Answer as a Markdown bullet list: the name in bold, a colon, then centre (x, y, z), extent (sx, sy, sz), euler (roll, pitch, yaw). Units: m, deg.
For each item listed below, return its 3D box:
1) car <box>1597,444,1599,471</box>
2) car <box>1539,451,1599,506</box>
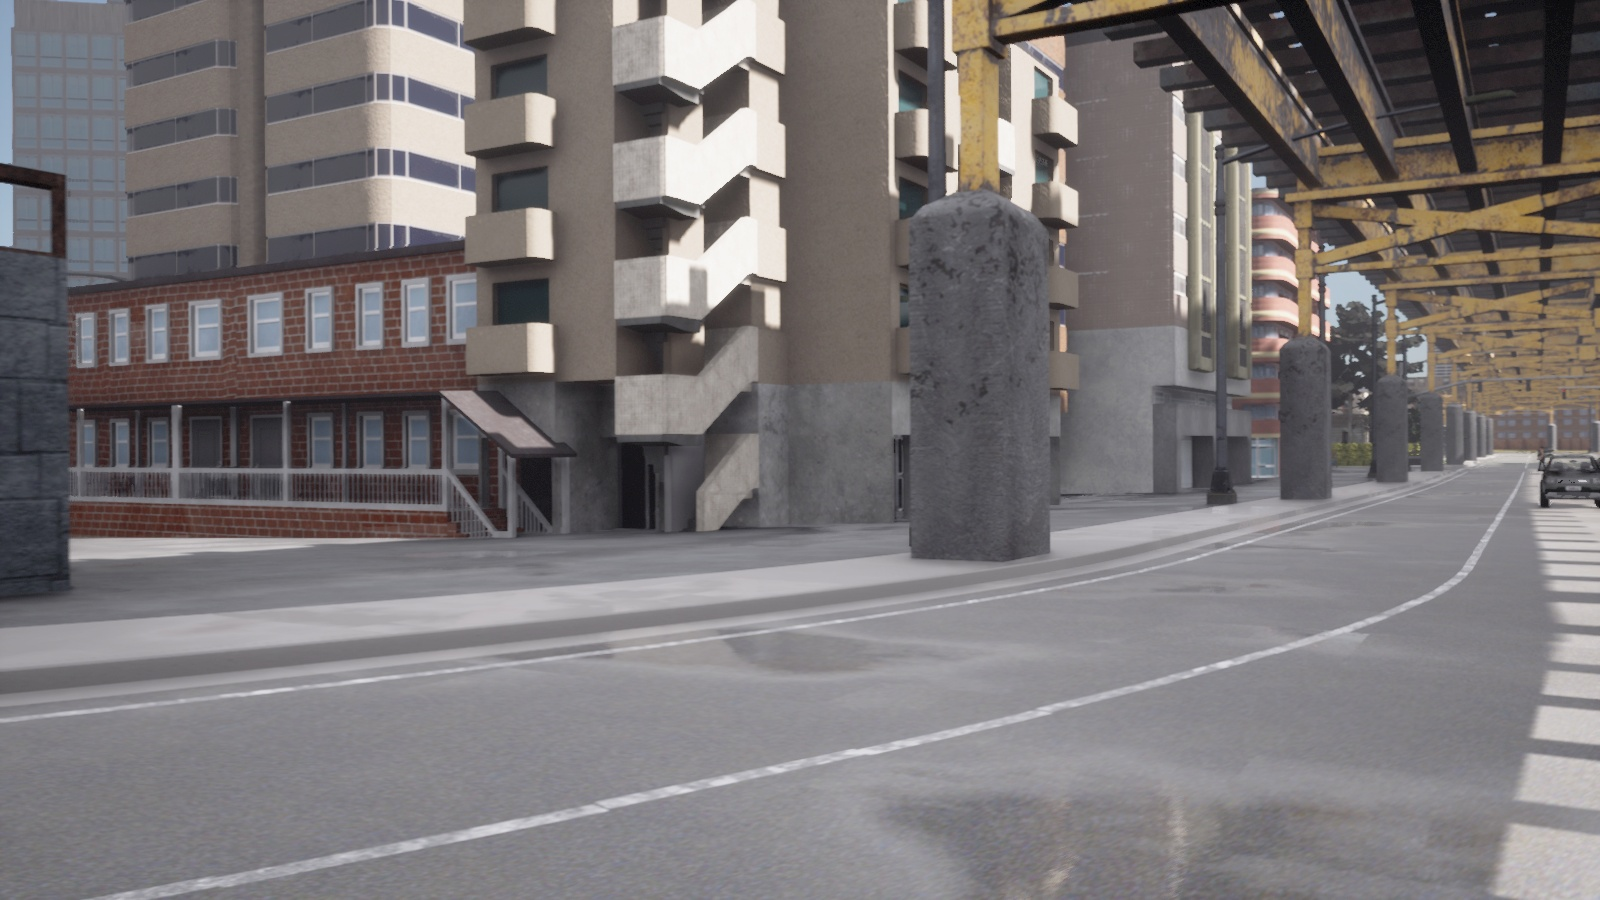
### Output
- **car**: centre (52.278, 0.471, 80.135), extent (2.242, 1.667, 4.611), euler (-1, 0, 31)
- **car**: centre (23.127, 0.823, 37.525), extent (1.789, 1.549, 3.705), euler (-1, 0, 30)
